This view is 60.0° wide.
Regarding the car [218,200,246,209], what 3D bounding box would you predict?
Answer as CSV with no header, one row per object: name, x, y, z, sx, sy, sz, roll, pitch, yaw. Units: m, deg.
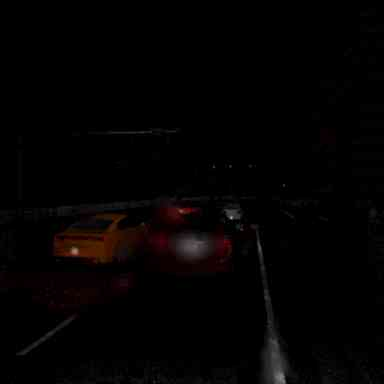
car,3.147,1.604,25.584,1.812,1.442,4.674,0,0,11

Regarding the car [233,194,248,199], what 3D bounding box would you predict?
car,13.760,1.472,94.030,2.150,2.045,5.566,0,0,40

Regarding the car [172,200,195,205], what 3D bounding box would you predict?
car,-0.441,1.426,25.426,2.097,1.767,4.553,0,0,11

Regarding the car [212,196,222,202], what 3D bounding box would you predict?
car,6.128,1.754,80.294,1.812,1.442,4.674,0,0,19

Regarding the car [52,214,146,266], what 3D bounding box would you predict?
car,-2.846,1.513,11.776,1.882,1.535,5.008,0,0,11

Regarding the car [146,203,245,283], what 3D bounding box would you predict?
car,0.393,1.381,10.047,2.097,1.767,4.553,0,0,11
